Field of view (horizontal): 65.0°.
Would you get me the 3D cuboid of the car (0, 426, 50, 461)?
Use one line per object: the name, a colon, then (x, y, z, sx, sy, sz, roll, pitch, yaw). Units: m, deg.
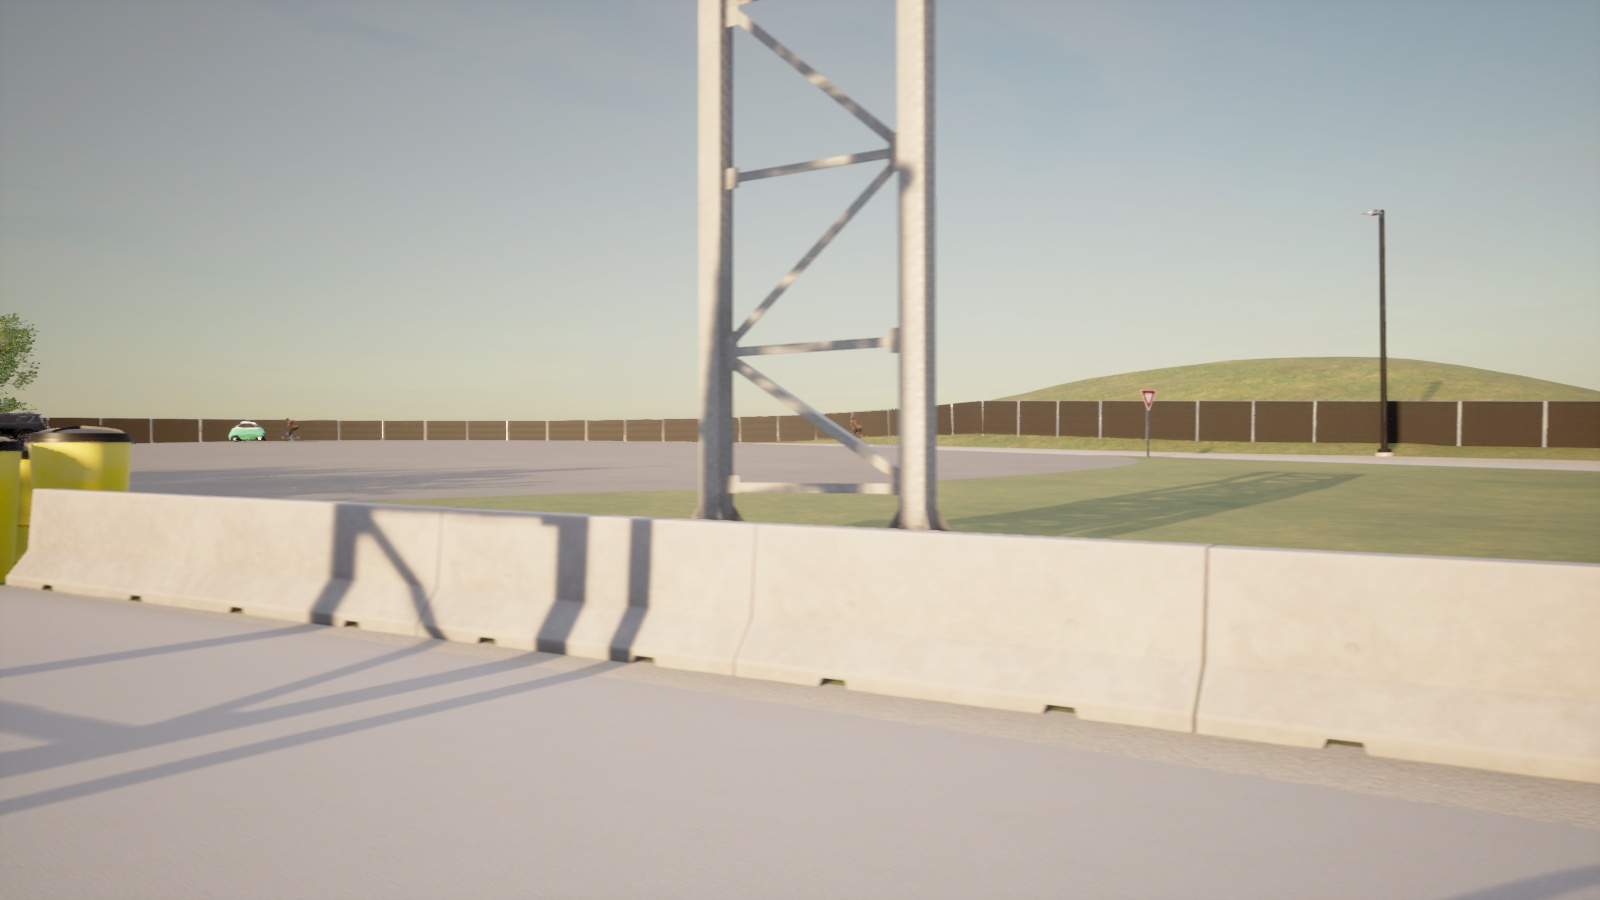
car: (-50.057, -0.357, 78.127, 5.566, 2.045, 2.150, -3, 0, -38)

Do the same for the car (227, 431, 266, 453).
car: (-37.449, -0.550, 84.969, 2.207, 1.376, 1.481, -2, 0, -17)

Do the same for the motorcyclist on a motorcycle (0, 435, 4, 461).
motorcyclist on a motorcycle: (-48.722, -0.073, 74.651, 2.191, 1.530, 0.866, -4, 2, -41)
